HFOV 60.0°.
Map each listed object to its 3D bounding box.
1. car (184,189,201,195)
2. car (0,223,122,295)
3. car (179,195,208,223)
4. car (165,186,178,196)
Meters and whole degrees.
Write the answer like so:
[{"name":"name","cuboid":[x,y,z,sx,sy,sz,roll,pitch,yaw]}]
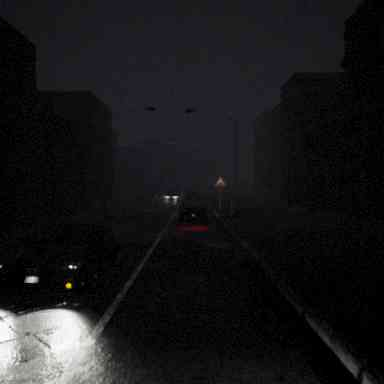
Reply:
[{"name":"car","cuboid":[0.065,0.411,41.980,2.128,1.511,4.902,0,4,0]},{"name":"car","cuboid":[-3.106,1.499,8.438,1.994,1.385,4.181,0,0,0]},{"name":"car","cuboid":[0.083,1.249,23.456,1.882,1.535,5.008,0,2,0]},{"name":"car","cuboid":[-3.136,-0.238,51.556,2.033,1.411,5.357,0,4,0]}]
